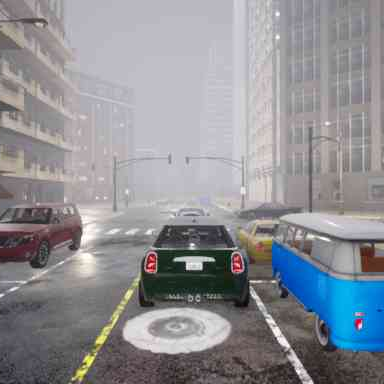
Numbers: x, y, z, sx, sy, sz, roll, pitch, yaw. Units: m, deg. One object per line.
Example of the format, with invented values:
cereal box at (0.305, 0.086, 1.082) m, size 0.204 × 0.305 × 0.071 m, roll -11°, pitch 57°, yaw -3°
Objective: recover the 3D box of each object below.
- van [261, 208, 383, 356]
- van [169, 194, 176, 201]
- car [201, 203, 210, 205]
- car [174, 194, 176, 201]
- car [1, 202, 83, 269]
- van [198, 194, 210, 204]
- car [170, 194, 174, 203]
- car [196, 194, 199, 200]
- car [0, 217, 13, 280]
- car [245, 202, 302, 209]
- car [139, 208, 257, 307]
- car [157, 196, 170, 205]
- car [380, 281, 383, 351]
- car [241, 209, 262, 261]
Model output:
van at (2.562, 1.343, 5.900) m, size 1.690 × 1.788 × 3.998 m, roll 0°, pitch 0°, yaw 0°
van at (-5.469, 1.531, 93.731) m, size 1.690 × 1.788 × 3.998 m, roll 0°, pitch 0°, yaw 0°
car at (-0.029, 1.534, 17.163) m, size 1.812 × 1.442 × 4.674 m, roll 0°, pitch 0°, yaw 0°
car at (-5.442, 1.696, 77.075) m, size 1.947 × 1.339 × 4.313 m, roll 0°, pitch 0°, yaw 0°
car at (-5.328, 1.319, 11.416) m, size 2.192 × 1.841 × 5.009 m, roll 0°, pitch 0°, yaw 0°
van at (2.468, 1.422, 60.431) m, size 1.690 × 1.788 × 3.998 m, roll 0°, pitch 0°, yaw 0°
car at (-5.432, 1.553, 71.523) m, size 1.967 × 1.590 × 4.097 m, roll 0°, pitch 0°, yaw 0°
car at (2.429, 1.694, 82.640) m, size 1.887 × 1.381 × 4.507 m, roll 0°, pitch 0°, yaw 0°
car at (-5.319, 1.441, 5.880) m, size 1.967 × 1.590 × 4.097 m, roll 0°, pitch 0°, yaw 0°
car at (5.926, 1.488, 25.842) m, size 5.357 × 1.411 × 2.033 m, roll -1°, pitch 0°, yaw -7°
car at (0.050, 1.354, 8.120) m, size 2.097 × 1.767 × 4.553 m, roll 0°, pitch 0°, yaw 0°
car at (-5.413, 1.606, 60.247) m, size 1.752 × 1.417 × 4.829 m, roll 0°, pitch 0°, yaw 0°
car at (2.569, 1.525, 0.536) m, size 1.752 × 1.417 × 4.829 m, roll 0°, pitch 0°, yaw 0°
car at (2.550, 1.530, 11.606) m, size 1.752 × 1.417 × 4.829 m, roll 0°, pitch 0°, yaw 0°
